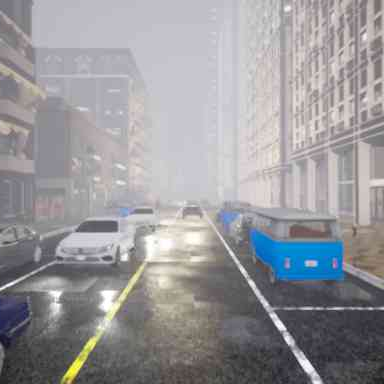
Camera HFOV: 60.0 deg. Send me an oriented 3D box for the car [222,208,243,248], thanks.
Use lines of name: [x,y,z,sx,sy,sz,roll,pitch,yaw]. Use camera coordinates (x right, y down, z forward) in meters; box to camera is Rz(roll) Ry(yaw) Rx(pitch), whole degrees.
car: [2.672,1.620,14.982,2.008,1.369,4.403,0,0,0]

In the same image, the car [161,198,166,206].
car: [-5.763,1.843,54.510,1.947,1.339,4.313,0,0,0]

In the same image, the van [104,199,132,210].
van: [-5.724,1.472,26.268,1.690,1.788,3.998,0,0,0]

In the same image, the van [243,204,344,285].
van: [2.680,1.383,9.334,1.690,1.788,3.998,0,0,0]

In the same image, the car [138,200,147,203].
car: [-5.732,1.741,31.915,1.802,1.307,4.206,0,0,0]

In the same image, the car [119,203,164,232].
car: [-3.027,1.629,20.902,1.812,1.442,4.674,0,0,0]

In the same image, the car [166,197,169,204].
car: [-5.771,1.858,60.158,2.008,1.369,4.403,0,0,0]

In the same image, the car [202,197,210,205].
car: [2.600,1.914,65.818,1.802,1.307,4.206,0,0,0]

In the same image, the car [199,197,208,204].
car: [2.585,1.963,77.115,1.947,1.339,4.313,0,0,0]

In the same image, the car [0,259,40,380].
car: [-3.098,1.615,2.276,1.895,1.301,4.718,0,0,0]

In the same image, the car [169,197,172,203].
car: [-5.787,1.895,71.285,1.752,1.417,4.829,0,0,0]

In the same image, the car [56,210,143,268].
car: [-3.108,1.584,11.680,1.812,1.442,4.674,0,0,0]

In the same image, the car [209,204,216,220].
car: [2.656,1.691,26.279,1.947,1.339,4.313,0,0,0]

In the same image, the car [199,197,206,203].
car: [2.577,2.012,82.764,1.802,1.307,4.206,0,0,0]

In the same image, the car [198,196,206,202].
car: [2.569,1.904,88.412,1.967,1.590,4.097,0,0,0]

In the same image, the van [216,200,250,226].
van: [2.665,1.438,20.631,1.690,1.788,3.998,0,0,0]

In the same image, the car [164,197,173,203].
car: [-5.803,1.981,82.753,1.887,1.381,4.507,0,0,0]

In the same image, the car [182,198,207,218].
car: [0.056,1.645,31.474,2.128,1.511,4.902,0,0,0]

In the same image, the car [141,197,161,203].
car: [-5.748,1.533,43.214,2.192,1.841,5.009,0,0,0]

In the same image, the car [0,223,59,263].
car: [-5.700,1.599,9.322,2.008,1.369,4.403,0,0,0]
